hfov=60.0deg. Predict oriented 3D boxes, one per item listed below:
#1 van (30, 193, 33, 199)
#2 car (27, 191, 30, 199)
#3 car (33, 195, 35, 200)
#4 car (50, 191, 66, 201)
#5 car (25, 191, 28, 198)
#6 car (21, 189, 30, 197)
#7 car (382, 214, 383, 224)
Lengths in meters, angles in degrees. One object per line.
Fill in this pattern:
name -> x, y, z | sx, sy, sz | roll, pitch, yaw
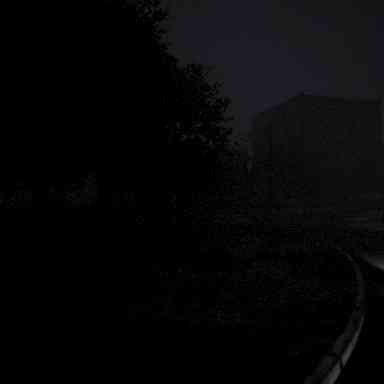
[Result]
van -> -31.188, 0.818, 70.501 | 4.442, 1.987, 1.878 | -1, 1, -32
car -> -33.976, 0.841, 75.171 | 4.553, 1.767, 2.185 | -1, 1, -32
car -> -29.505, 0.948, 68.126 | 4.553, 1.767, 2.185 | -1, 1, -32
car -> -26.645, 1.154, 63.506 | 4.792, 1.488, 2.163 | -1, 1, -32
car -> -35.562, 0.924, 77.606 | 5.008, 1.535, 2.097 | -1, 1, -32
car -> -38.443, 0.592, 82.206 | 5.566, 2.045, 2.435 | -1, 1, -32
car -> 10.857, 1.056, 14.937 | 2.150, 2.045, 5.566 | 0, 0, 4
